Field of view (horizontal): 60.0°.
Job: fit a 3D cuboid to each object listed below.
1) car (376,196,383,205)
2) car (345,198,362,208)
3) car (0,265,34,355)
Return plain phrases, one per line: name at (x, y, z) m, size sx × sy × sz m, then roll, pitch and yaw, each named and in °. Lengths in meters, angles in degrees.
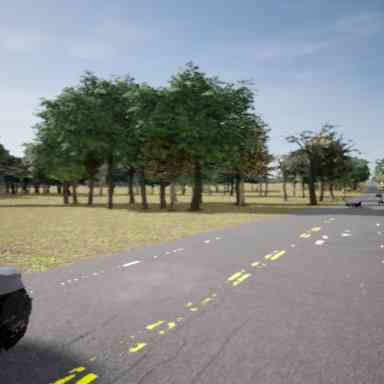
car at (39.849, 1.961, 69.127) m, size 1.895 × 1.301 × 4.718 m, roll 1°, pitch 0°, yaw 28°
car at (26.186, 1.763, 53.897) m, size 1.882 × 1.535 × 5.008 m, roll 1°, pitch 0°, yaw 35°
car at (-3.922, 1.465, 2.944) m, size 1.837 × 1.490 × 4.892 m, roll 1°, pitch 0°, yaw 28°
